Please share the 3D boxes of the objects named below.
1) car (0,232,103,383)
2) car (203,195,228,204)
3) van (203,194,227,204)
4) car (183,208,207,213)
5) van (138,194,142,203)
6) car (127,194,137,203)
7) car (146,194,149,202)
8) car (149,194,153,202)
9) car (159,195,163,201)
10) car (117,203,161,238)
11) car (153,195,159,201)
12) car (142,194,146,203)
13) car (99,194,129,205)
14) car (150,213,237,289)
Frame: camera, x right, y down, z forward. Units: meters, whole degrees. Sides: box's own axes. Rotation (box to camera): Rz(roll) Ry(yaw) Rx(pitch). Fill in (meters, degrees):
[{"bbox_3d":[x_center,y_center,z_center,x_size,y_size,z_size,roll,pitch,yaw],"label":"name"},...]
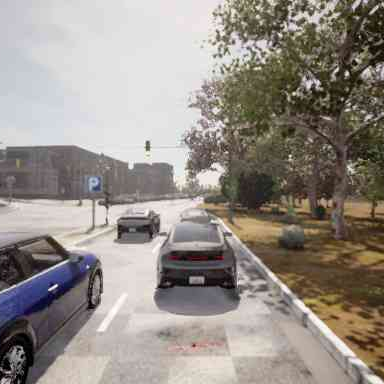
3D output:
[{"bbox_3d":[-2.898,1.384,5.089,2.097,1.767,4.553,0,0,0],"label":"car"},{"bbox_3d":[4.602,1.463,66.013,4.553,1.767,2.185,1,0,-14],"label":"car"},{"bbox_3d":[4.221,1.350,63.043,4.442,1.987,1.878,1,0,-14],"label":"van"},{"bbox_3d":[0.189,1.676,20.042,2.033,1.411,5.357,0,0,0],"label":"car"},{"bbox_3d":[-13.309,1.432,69.415,4.442,1.987,1.878,-1,-1,-14],"label":"van"},{"bbox_3d":[-13.862,1.625,63.422,5.366,1.575,1.946,-1,-1,-15],"label":"car"},{"bbox_3d":[-12.714,1.728,75.381,4.674,1.452,2.002,-1,0,-13],"label":"car"},{"bbox_3d":[-12.345,1.742,78.383,4.674,1.452,2.002,-1,-1,-13],"label":"car"},{"bbox_3d":[-11.088,1.492,87.374,5.566,2.045,2.435,-1,-1,-12],"label":"car"},{"bbox_3d":[-2.825,1.611,18.394,2.128,1.511,4.902,0,0,1],"label":"car"},{"bbox_3d":[-11.536,1.770,84.366,4.674,1.452,2.002,-1,0,-12],"label":"car"},{"bbox_3d":[-13.084,1.675,72.386,4.892,1.521,2.231,-1,-1,-14],"label":"car"},{"bbox_3d":[-14.504,1.654,60.429,4.792,1.488,2.163,-1,0,-15],"label":"car"},{"bbox_3d":[0.111,1.566,9.283,1.837,1.490,4.892,0,0,0],"label":"car"}]
